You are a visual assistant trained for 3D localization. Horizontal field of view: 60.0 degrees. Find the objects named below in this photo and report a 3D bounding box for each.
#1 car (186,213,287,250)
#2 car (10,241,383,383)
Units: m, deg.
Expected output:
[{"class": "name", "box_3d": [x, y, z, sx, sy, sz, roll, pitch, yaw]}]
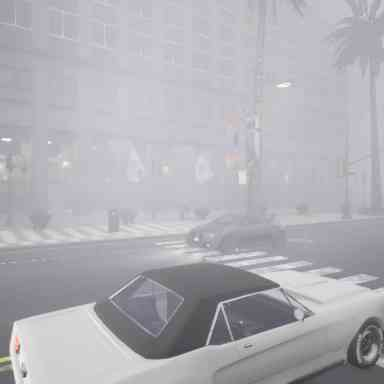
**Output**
[{"class": "car", "box_3d": [1.853, 1.565, 13.425, 4.181, 1.385, 1.994, 0, 0, -32]}, {"class": "car", "box_3d": [0.479, 1.601, 4.132, 4.718, 1.301, 1.895, 0, 0, -32]}]
